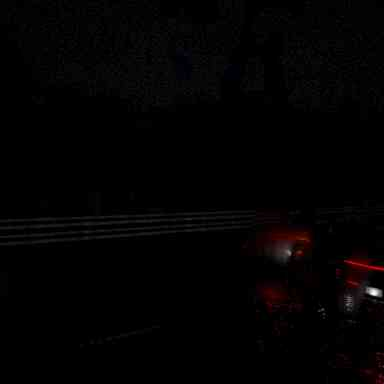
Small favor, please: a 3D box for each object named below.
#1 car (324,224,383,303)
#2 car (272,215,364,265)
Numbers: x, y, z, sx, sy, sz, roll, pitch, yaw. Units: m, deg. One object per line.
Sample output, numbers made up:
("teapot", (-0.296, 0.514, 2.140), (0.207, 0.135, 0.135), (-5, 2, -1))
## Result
("car", (5.275, 1.553, 7.369), (4.892, 1.490, 1.837), (0, 0, -34))
("car", (4.855, 1.563, 11.321), (4.892, 1.490, 1.837), (0, 0, -34))
